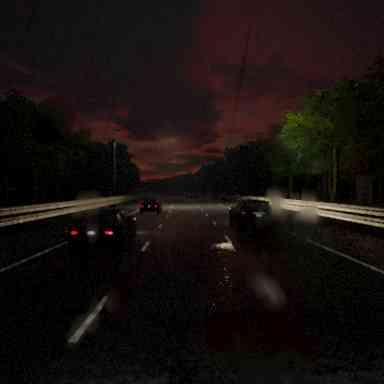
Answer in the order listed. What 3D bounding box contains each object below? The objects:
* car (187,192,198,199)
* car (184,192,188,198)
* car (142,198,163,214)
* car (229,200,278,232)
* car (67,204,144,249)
[{"bbox_3d":[0.470,1.165,84.264,1.895,1.301,4.718,0,0,-4],"label":"car"},{"bbox_3d":[-0.358,1.106,95.283,1.994,1.385,4.181,0,0,-5],"label":"car"},{"bbox_3d":[-3.874,1.321,31.979,2.033,1.411,5.357,0,0,-2],"label":"car"},{"bbox_3d":[3.408,1.214,19.243,2.097,1.767,4.553,0,0,-1],"label":"car"},{"bbox_3d":[-3.507,1.448,13.978,2.033,1.411,5.357,0,0,-1],"label":"car"}]
